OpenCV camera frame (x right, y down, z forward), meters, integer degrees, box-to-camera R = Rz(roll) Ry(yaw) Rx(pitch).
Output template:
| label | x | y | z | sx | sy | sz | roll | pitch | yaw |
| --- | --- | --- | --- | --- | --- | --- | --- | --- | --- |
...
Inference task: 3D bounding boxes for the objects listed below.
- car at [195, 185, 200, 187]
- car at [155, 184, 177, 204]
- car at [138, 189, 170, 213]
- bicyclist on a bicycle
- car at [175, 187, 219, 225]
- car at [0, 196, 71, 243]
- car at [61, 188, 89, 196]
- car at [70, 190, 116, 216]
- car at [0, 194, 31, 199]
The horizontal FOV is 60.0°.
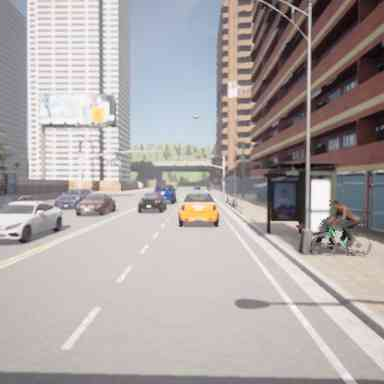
| label | x | y | z | sx | sy | sz | roll | pitch | yaw |
| --- | --- | --- | --- | --- | --- | --- | --- | --- | --- |
| car | 1.438 | -1.098 | 90.880 | 1.812 | 1.442 | 4.674 | 0 | 2 | 1 |
| car | -2.849 | 0.186 | 35.500 | 2.150 | 2.045 | 5.566 | 0 | 2 | 1 |
| car | -3.013 | 0.773 | 25.680 | 1.812 | 1.442 | 4.674 | 0 | 2 | 1 |
| bicyclist on a bicycle | 4.194 | 1.037 | 9.316 | 1.656 | 1.620 | 0.582 | 0 | 2 | 1 |
| car | 0.378 | 0.804 | 18.884 | 2.097 | 1.767 | 4.553 | 0 | 2 | 1 |
| car | -6.893 | 1.108 | 13.745 | 1.812 | 1.442 | 4.674 | 0 | 2 | 1 |
| car | -10.128 | 0.484 | 29.097 | 2.097 | 1.767 | 4.553 | 0 | 2 | 1 |
| car | -6.733 | 0.820 | 23.747 | 1.812 | 1.442 | 4.674 | 0 | 2 | 1 |
| car | -10.315 | 0.912 | 19.081 | 2.128 | 1.511 | 4.902 | 0 | 2 | 1 |
